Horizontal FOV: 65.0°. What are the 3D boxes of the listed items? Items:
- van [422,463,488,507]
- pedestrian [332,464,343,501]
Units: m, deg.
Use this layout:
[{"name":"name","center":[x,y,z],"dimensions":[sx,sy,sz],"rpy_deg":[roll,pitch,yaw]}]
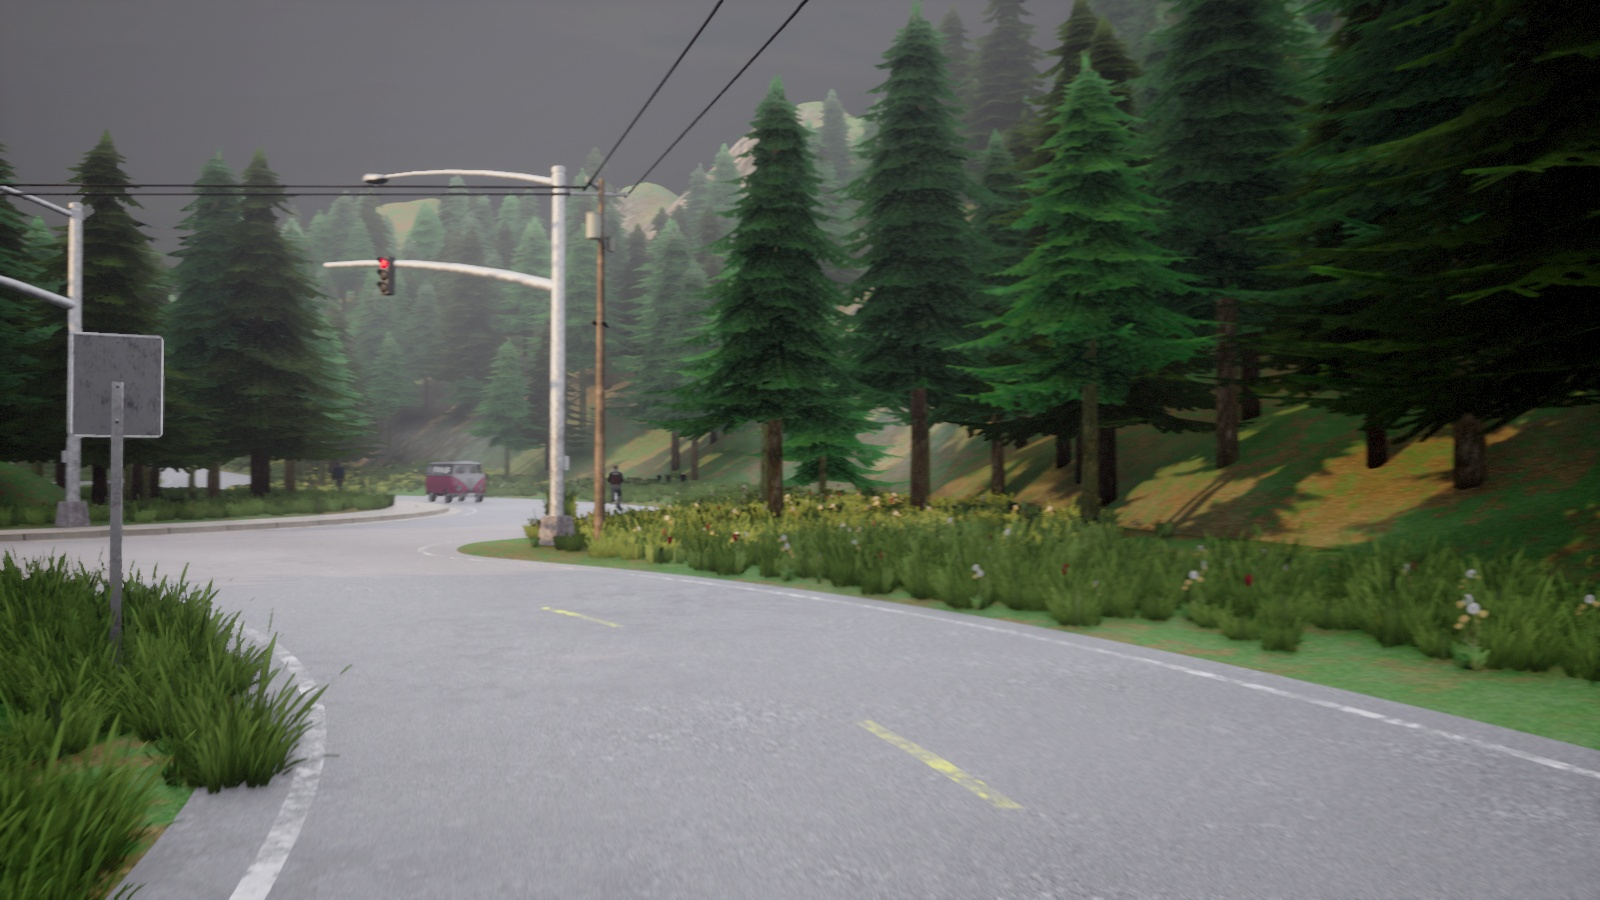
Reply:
[{"name":"van","center":[-16.407,1.636,59.594],"dimensions":[1.775,1.987,4.442],"rpy_deg":[0,-1,-33]},{"name":"pedestrian","center":[-23.118,1.639,62.794],"dimensions":[0.402,1.842,0.726],"rpy_deg":[0,-1,-31]}]
